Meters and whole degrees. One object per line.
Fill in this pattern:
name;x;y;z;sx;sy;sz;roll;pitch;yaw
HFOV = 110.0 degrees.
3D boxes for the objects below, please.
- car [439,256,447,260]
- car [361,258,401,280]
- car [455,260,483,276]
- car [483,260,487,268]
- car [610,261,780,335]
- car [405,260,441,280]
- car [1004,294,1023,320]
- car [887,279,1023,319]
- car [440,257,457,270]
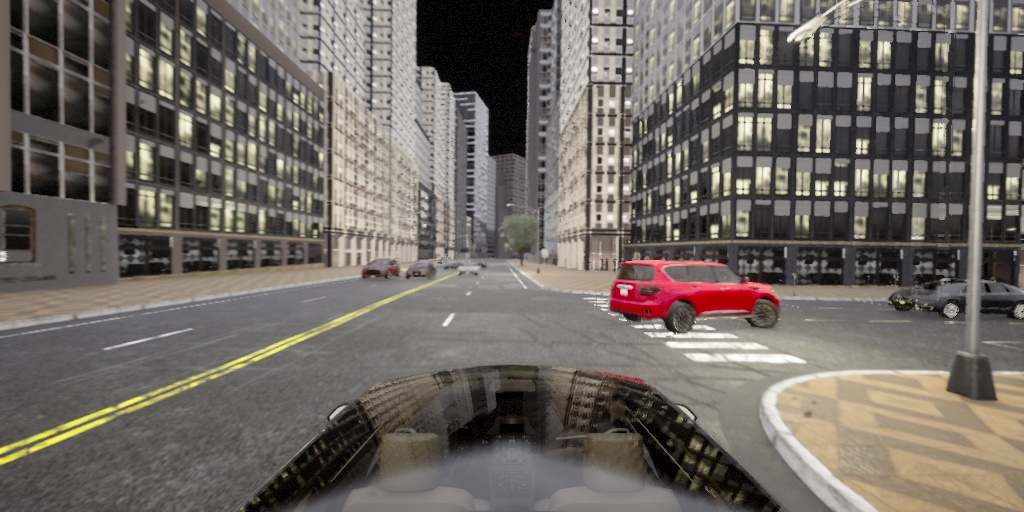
car;-11.826;0.820;62.836;1.837;1.490;4.892;1;0;-2
car;-10.834;0.993;29.941;2.097;1.767;4.553;1;0;-2
car;-4.383;1.333;37.299;1.895;1.301;4.718;1;0;-2
car;-5.101;1.348;58.980;1.895;1.301;4.718;1;0;-2
car;5.829;1.187;11.483;5.566;2.045;2.150;1;-2;-20
car;-7.594;1.247;30.269;1.994;1.385;4.181;1;0;-2
car;15.621;1.783;8.804;4.403;1.370;2.007;0;0;-3
car;18.466;1.715;14.844;4.892;1.490;1.837;1;1;-3
car;-8.197;1.244;49.487;2.033;1.411;5.357;1;0;-1
